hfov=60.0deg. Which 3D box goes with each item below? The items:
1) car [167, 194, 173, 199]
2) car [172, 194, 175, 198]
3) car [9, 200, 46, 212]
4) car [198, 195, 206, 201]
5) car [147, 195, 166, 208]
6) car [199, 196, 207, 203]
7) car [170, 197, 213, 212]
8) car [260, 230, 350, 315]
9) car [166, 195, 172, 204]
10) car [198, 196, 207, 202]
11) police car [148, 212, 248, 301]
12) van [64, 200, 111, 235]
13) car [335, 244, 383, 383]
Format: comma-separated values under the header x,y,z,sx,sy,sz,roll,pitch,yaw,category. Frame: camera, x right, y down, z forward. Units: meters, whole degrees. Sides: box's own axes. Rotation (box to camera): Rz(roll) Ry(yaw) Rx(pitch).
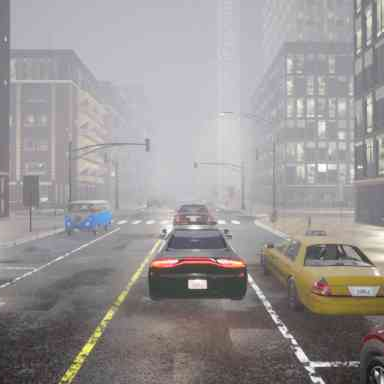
x,y,z,sx,sy,sz,roll,pitch,yaw,category
-5.700,1.761,73.484,1.802,1.307,4.206,0,0,0,car
-5.701,1.646,79.147,1.967,1.590,4.097,0,0,0,car
-19.062,1.538,37.834,4.507,1.381,1.887,0,-1,0,car
2.677,1.705,90.475,1.967,1.590,4.097,0,0,0,car
-5.693,1.408,50.834,2.192,1.841,5.009,0,0,0,car
2.679,1.733,79.318,1.752,1.417,4.829,0,0,0,car
0.081,1.369,18.592,2.097,1.767,4.553,0,0,0,car
2.706,1.529,7.554,1.752,1.417,4.829,1,0,0,car
-5.699,1.720,67.821,1.947,1.339,4.313,0,0,0,car
2.677,1.801,84.812,1.947,1.339,4.313,0,0,0,car
0.100,1.509,8.482,2.038,1.542,4.974,0,0,0,police car
-5.663,1.358,18.429,1.690,1.788,3.998,1,0,0,van
2.706,1.441,1.860,1.967,1.590,4.097,1,0,0,car
